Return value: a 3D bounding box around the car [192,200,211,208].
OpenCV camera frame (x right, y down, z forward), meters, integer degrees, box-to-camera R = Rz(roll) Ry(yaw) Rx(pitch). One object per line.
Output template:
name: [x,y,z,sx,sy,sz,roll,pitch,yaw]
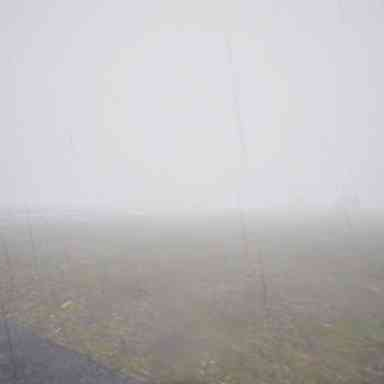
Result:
car: [1.865,2.379,66.334,1.882,1.535,5.008,0,0,36]
